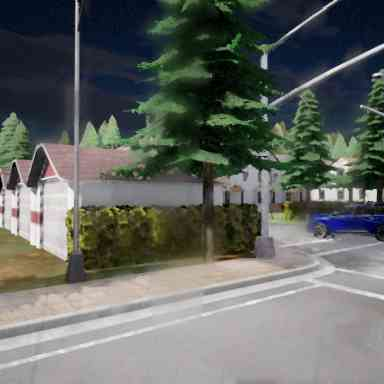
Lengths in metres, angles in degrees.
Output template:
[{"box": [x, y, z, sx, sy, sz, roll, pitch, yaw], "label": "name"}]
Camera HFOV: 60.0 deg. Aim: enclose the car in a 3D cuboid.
[{"box": [9.397, 1.647, 18.816, 5.566, 2.045, 2.150, -4, -2, 43], "label": "car"}]
